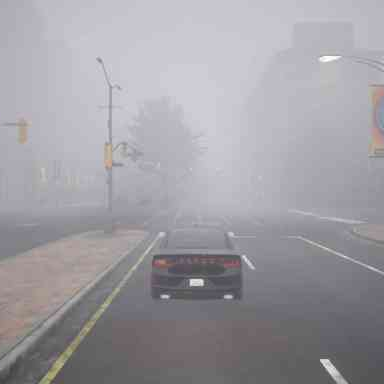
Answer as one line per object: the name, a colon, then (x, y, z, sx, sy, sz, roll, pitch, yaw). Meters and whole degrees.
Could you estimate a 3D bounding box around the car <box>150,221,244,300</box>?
car: (0.114, 1.478, 8.462, 1.882, 1.535, 5.008, 0, 0, 1)

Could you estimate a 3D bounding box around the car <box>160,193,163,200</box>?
car: (-7.674, 1.225, 76.484, 2.150, 2.045, 5.566, 0, 0, 0)

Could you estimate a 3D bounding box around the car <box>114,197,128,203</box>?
car: (-14.460, 1.594, 67.846, 1.895, 1.301, 4.718, 0, 0, 0)

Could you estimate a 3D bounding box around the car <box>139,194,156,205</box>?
car: (-7.841, 1.504, 56.473, 1.837, 1.490, 4.892, 0, 0, 1)

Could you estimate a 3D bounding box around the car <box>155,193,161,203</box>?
car: (-7.754, 1.525, 65.732, 1.812, 1.442, 4.674, 0, 0, 1)
